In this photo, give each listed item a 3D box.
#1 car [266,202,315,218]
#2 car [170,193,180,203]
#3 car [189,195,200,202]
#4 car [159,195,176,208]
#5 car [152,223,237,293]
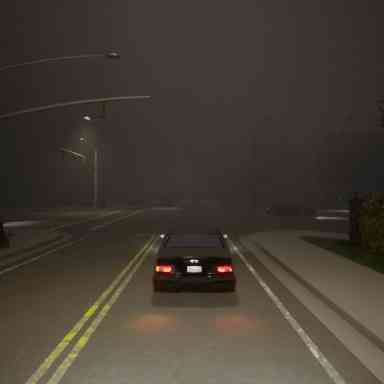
[{"bbox_3d":[8.794,1.562,29.692,4.181,1.385,1.994,0,0,21],"label":"car"},{"bbox_3d":[-3.683,1.207,67.976,2.150,2.045,5.566,0,0,0],"label":"car"},{"bbox_3d":[0.535,1.527,79.015,2.033,1.411,5.357,0,0,12],"label":"car"},{"bbox_3d":[-3.730,1.526,48.531,1.812,1.442,4.674,0,0,0],"label":"car"},{"bbox_3d":[0.051,1.547,8.984,2.033,1.411,5.357,0,0,0],"label":"car"}]
